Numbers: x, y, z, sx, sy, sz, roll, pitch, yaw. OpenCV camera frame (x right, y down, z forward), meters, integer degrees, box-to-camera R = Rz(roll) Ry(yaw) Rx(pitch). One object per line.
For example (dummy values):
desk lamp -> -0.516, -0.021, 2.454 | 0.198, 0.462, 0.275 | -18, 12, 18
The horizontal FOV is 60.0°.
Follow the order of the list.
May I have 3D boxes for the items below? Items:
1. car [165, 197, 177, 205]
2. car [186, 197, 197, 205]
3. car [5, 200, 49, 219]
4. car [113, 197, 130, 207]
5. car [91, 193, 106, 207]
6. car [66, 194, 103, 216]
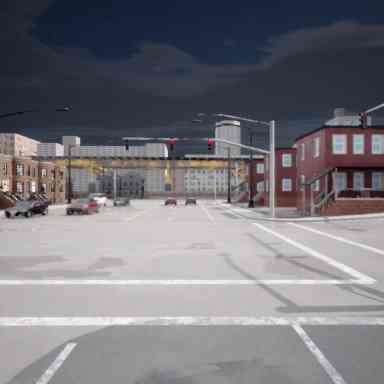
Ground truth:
car -> -3.565, 1.526, 56.764 | 1.812, 1.442, 4.674 | 0, 0, 0
car -> -0.170, 1.526, 58.582 | 1.812, 1.442, 4.674 | 0, 0, 0
car -> -14.259, 1.491, 28.985 | 2.128, 1.511, 4.902 | 0, 0, 1
car -> -10.734, 1.491, 50.776 | 2.128, 1.511, 4.902 | 0, 0, 0
car -> -14.235, 1.221, 49.097 | 2.150, 2.045, 5.566 | 0, 0, 0
car -> -10.686, 1.353, 32.741 | 2.097, 1.767, 4.553 | 0, 0, 0
